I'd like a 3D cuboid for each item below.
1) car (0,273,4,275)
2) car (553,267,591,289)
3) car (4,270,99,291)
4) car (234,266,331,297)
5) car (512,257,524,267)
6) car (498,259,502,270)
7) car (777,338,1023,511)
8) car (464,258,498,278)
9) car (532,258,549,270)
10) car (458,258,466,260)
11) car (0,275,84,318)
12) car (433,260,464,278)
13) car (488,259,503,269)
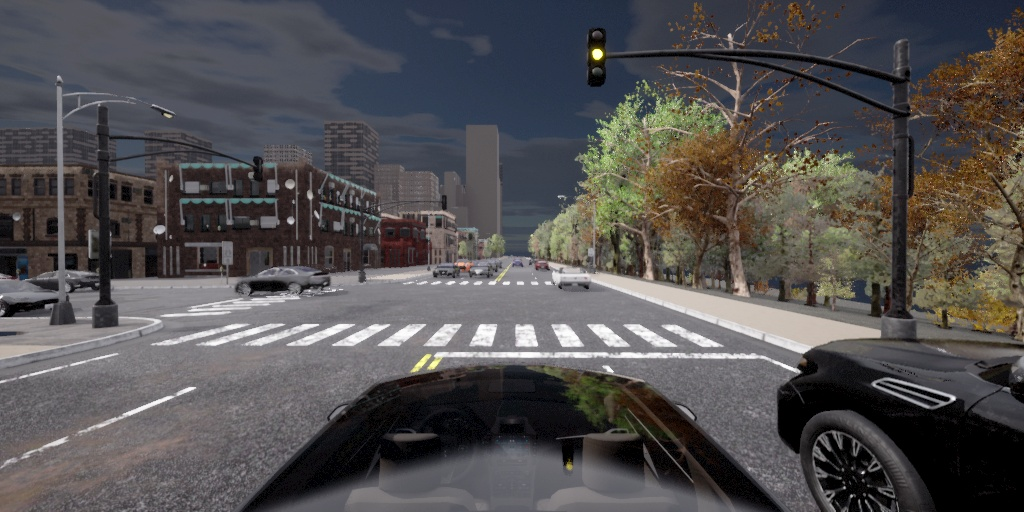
[{"bbox_3d":[-33.494,1.653,22.458,4.207,1.307,1.802,0,0,1],"label":"car"},{"bbox_3d":[3.685,1.344,22.922,1.895,1.301,4.718,0,0,1],"label":"car"},{"bbox_3d":[-27.959,1.558,22.361,4.403,1.370,2.007,0,0,1],"label":"car"},{"bbox_3d":[-12.310,1.329,19.277,4.902,1.511,2.128,-1,0,7],"label":"car"},{"bbox_3d":[0.999,1.248,63.801,1.812,1.442,4.674,0,0,1],"label":"car"},{"bbox_3d":[-2.660,1.224,44.065,2.128,1.511,4.902,0,0,1],"label":"car"},{"bbox_3d":[3.322,0.967,0.682,2.150,2.045,5.566,0,-1,1],"label":"car"},{"bbox_3d":[-2.821,1.229,33.779,2.128,1.511,4.902,0,0,3],"label":"car"},{"bbox_3d":[4.144,1.255,50.204,1.812,1.442,4.674,0,0,1],"label":"car"},{"bbox_3d":[-5.916,1.085,43.761,2.097,1.767,4.553,0,0,1],"label":"car"},{"bbox_3d":[-19.767,1.564,13.713,4.313,1.339,1.948,0,0,1],"label":"car"},{"bbox_3d":[-6.082,1.302,33.764,1.994,1.385,4.181,0,0,1],"label":"car"},{"bbox_3d":[-2.481,1.218,54.992,2.128,1.511,4.902,0,0,0],"label":"car"}]
